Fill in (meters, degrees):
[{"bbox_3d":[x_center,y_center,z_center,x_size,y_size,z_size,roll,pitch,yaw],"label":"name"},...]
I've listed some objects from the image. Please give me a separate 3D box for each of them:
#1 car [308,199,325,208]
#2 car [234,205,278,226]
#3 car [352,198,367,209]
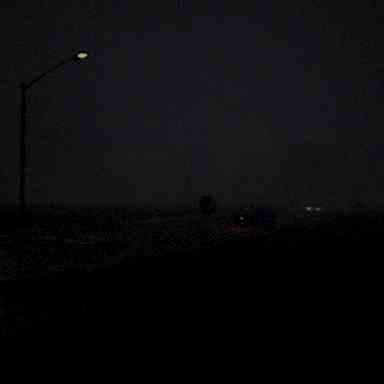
[{"bbox_3d":[23.396,2.090,62.356,1.882,1.535,5.008,0,1,37],"label":"car"},{"bbox_3d":[5.169,1.811,26.476,1.882,1.535,5.008,0,0,37],"label":"car"},{"bbox_3d":[30.042,2.169,59.549,1.837,1.490,4.892,0,0,37],"label":"car"}]
